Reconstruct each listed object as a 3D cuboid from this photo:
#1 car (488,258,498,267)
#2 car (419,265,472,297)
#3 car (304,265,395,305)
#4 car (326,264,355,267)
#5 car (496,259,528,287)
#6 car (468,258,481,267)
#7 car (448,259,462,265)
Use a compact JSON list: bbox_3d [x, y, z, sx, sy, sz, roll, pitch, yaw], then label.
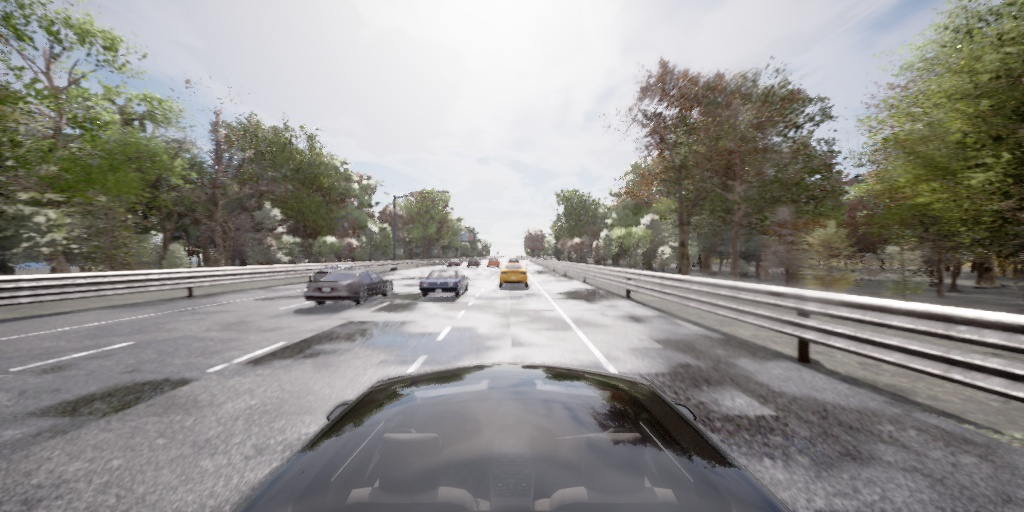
[{"bbox_3d":[-3.204,1.102,64.876,2.097,1.767,4.553,0,0,0],"label":"car"},{"bbox_3d":[-3.419,1.349,18.964,1.895,1.301,4.718,0,0,0],"label":"car"},{"bbox_3d":[-6.935,1.296,15.920,2.033,1.411,5.357,0,0,0],"label":"car"},{"bbox_3d":[-10.406,1.241,22.360,2.128,1.511,4.902,0,0,0],"label":"car"},{"bbox_3d":[0.103,1.225,24.838,1.882,1.535,5.008,0,0,0],"label":"car"},{"bbox_3d":[-6.707,1.102,64.537,2.097,1.767,4.553,0,0,0],"label":"car"},{"bbox_3d":[-10.207,1.277,64.305,1.812,1.442,4.674,0,0,0],"label":"car"}]
